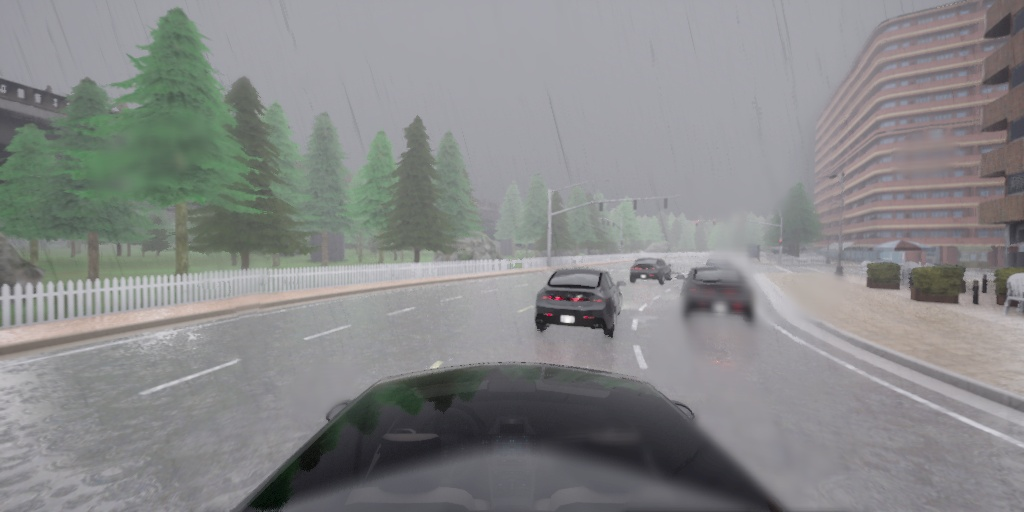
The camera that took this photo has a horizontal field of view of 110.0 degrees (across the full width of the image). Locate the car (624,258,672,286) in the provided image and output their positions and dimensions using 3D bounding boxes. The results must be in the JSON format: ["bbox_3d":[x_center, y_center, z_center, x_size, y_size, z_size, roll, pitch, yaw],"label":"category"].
[{"bbox_3d":[8.568,0.854,22.056,1.837,1.490,4.892,1,1,31],"label":"car"}]

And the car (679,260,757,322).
[{"bbox_3d":[6.570,1.077,11.703,1.837,1.490,4.892,1,2,25],"label":"car"}]

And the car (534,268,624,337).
[{"bbox_3d":[1.976,1.075,9.928,1.837,1.490,4.892,1,1,19],"label":"car"}]
